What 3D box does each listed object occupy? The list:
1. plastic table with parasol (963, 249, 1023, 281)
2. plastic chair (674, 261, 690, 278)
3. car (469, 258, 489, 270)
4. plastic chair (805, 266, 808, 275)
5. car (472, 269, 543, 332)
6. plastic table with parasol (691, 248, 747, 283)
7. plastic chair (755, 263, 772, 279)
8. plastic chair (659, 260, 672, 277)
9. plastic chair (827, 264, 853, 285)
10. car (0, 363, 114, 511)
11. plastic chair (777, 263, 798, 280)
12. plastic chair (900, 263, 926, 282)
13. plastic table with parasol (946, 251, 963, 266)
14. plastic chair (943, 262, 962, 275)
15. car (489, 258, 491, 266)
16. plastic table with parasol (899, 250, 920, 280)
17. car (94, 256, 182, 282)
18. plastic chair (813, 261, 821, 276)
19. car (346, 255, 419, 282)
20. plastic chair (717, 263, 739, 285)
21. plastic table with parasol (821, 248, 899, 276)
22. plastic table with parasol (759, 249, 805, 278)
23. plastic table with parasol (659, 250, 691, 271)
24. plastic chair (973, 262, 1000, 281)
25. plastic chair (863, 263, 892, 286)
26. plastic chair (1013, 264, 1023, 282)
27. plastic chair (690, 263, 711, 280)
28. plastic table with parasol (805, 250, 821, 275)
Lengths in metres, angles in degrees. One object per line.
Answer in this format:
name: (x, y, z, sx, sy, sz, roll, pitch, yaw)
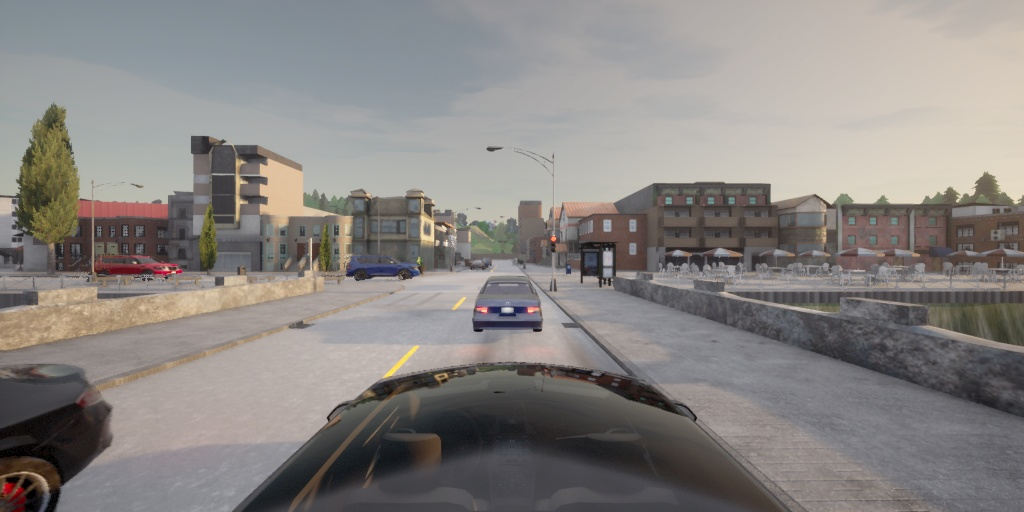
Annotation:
plastic table with parasol: (37.367, 0.675, 27.325, 2.482, 2.480, 2.482, 0, 0, -1)
plastic chair: (15.301, 1.279, 32.077, 0.750, 1.272, 0.730, 0, 0, -1)
car: (-4.912, 1.276, 52.433, 1.812, 1.442, 4.674, 0, 0, 1)
plastic chair: (28.254, 1.279, 35.276, 0.730, 1.272, 0.750, 0, 0, -1)
car: (-0.113, 1.297, 10.810, 2.033, 1.411, 5.357, 0, 0, 0)
plastic table with parasol: (14.772, 0.675, 25.528, 2.482, 2.480, 2.482, 0, 0, -1)
plastic chair: (21.227, 1.279, 30.468, 0.730, 1.272, 0.750, 0, 0, -1)
plastic chair: (14.180, 1.279, 33.460, 0.730, 1.272, 0.750, 0, 0, -1)
plastic chair: (22.222, 1.279, 24.282, 0.730, 1.272, 0.750, 0, 0, -1)
car: (-4.110, 1.276, 0.949, 1.812, 1.442, 4.674, 0, 0, -1)
plastic chair: (22.348, 1.279, 29.085, 0.750, 1.272, 0.730, 0, 0, -1)
plastic chair: (30.082, 1.279, 26.903, 0.750, 1.272, 0.730, 0, 0, -1)
plastic table with parasol: (46.137, 0.675, 36.530, 2.482, 2.480, 2.482, 0, 0, -1)
plastic chair: (44.935, 1.279, 36.632, 0.730, 1.272, 0.750, 0, 0, -1)
car: (-5.033, 1.228, 61.671, 1.882, 1.535, 5.008, 0, 0, -1)
plastic table with parasol: (30.073, 0.675, 28.183, 2.482, 2.480, 2.482, 0, 0, -1)
car: (-29.529, 0.973, 28.333, 5.566, 2.045, 2.150, 0, 0, -1)
plastic chair: (29.375, 1.279, 33.893, 0.750, 1.272, 0.730, 0, 0, -1)
car: (-10.406, 0.973, 29.086, 5.566, 2.045, 2.150, 0, 0, -9)
plastic chair: (14.621, 1.279, 24.266, 0.750, 1.272, 0.730, 0, 0, -1)
plastic table with parasol: (23.422, 0.675, 24.251, 2.482, 2.480, 2.482, 0, 0, -1)
plastic table with parasol: (22.427, 0.675, 30.436, 2.482, 2.480, 2.482, 0, 0, -1)
plastic table with parasol: (15.402, 0.675, 33.359, 2.482, 2.480, 2.482, 0, 0, -1)
plastic chair: (36.238, 1.279, 27.395, 0.730, 1.272, 0.750, 0, 0, -1)
plastic chair: (23.343, 1.279, 22.899, 0.750, 1.272, 0.730, 0, 0, -1)
plastic chair: (37.397, 1.279, 26.015, 0.750, 1.272, 0.730, 0, 0, -1)
plastic chair: (13.500, 1.279, 25.649, 0.730, 1.272, 0.750, 0, 0, -1)
plastic table with parasol: (29.684, 0.675, 35.268, 2.482, 2.480, 2.482, 0, 0, -1)
